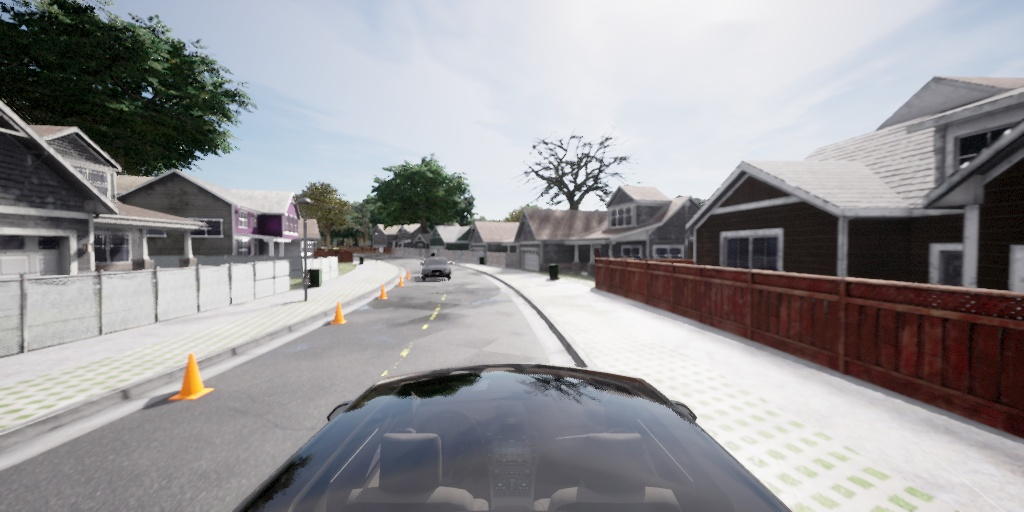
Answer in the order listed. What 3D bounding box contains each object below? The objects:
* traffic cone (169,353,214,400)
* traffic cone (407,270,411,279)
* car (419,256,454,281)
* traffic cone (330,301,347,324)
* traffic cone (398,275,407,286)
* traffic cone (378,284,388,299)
[{"bbox_3d":[-4.477,1.650,5.019,0.340,0.580,0.340,0,0,-2],"label":"traffic cone"},{"bbox_3d":[-7.045,1.245,24.354,0.340,0.580,0.340,0,0,-13],"label":"traffic cone"},{"bbox_3d":[-5.108,0.791,24.231,1.837,1.490,4.892,0,1,-13],"label":"car"},{"bbox_3d":[-4.778,1.549,9.893,0.340,0.580,0.340,0,0,-5],"label":"traffic cone"},{"bbox_3d":[-6.063,1.345,19.571,0.340,0.580,0.340,0,0,-10],"label":"traffic cone"},{"bbox_3d":[-5.307,1.447,14.747,0.340,0.580,0.340,0,0,-8],"label":"traffic cone"}]
